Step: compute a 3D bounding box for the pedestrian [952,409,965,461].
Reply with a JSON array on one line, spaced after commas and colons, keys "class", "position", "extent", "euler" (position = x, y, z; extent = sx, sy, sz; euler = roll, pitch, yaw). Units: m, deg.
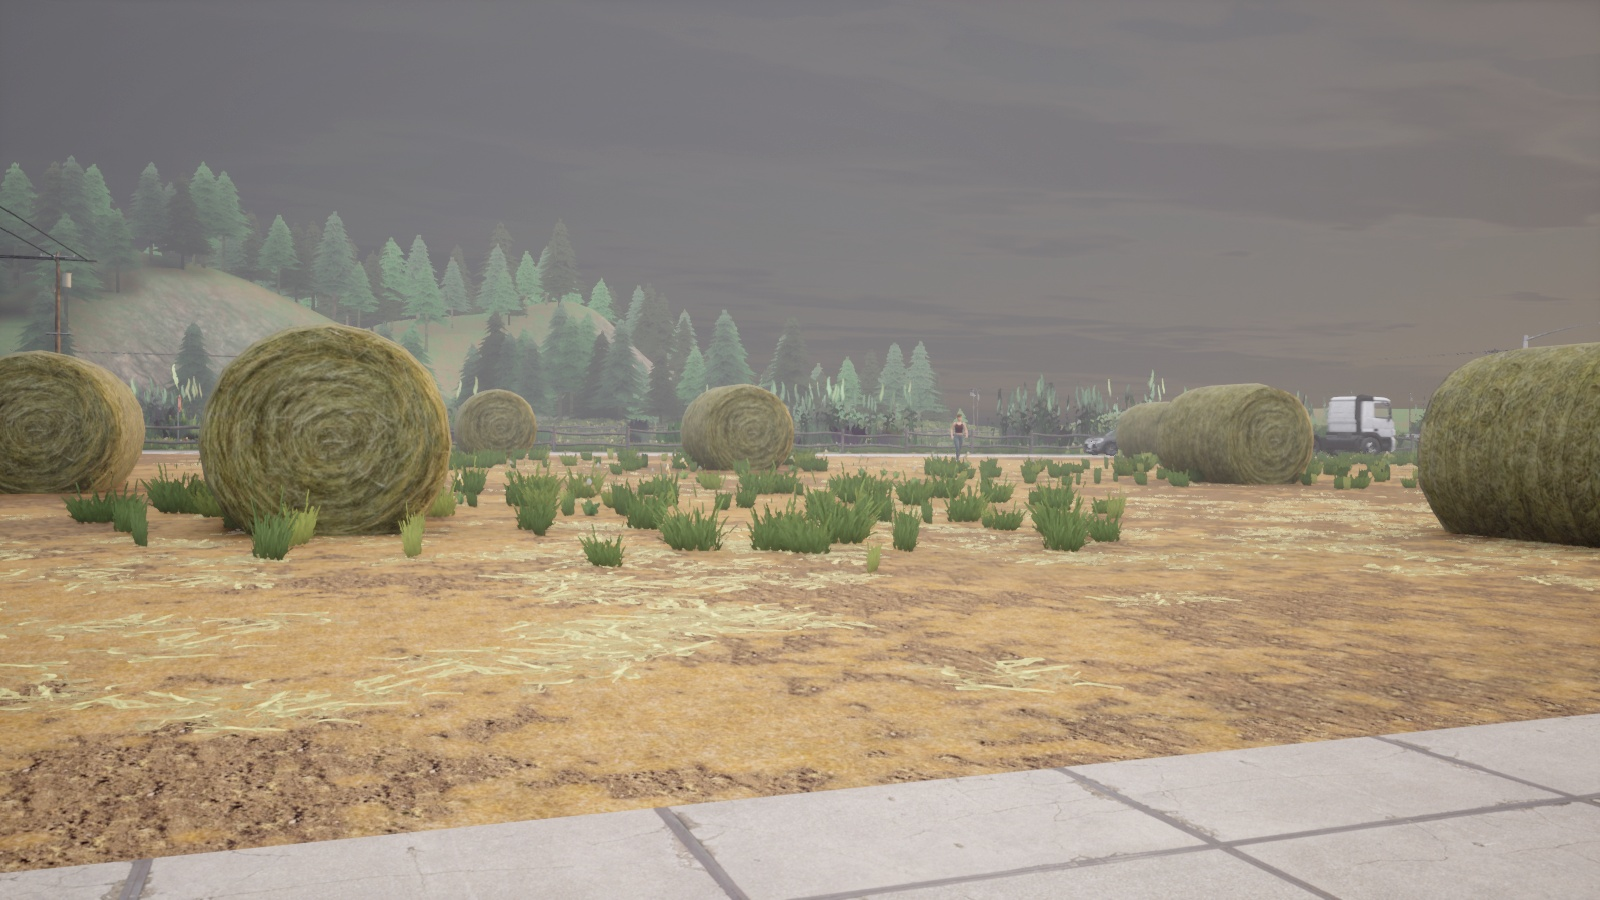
[{"class": "pedestrian", "position": [5.720, -0.544, 45.261], "extent": [0.345, 1.836, 0.594], "euler": [-1, 1, -3]}]

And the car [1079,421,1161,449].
[{"class": "car", "position": [17.316, -0.824, 68.016], "extent": [3.806, 1.475, 1.970], "euler": [-1, 1, -17]}]

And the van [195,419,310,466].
[{"class": "van", "position": [-24.081, -0.362, 55.379], "extent": [4.442, 1.987, 1.775], "euler": [-1, 1, -17]}]

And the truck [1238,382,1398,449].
[{"class": "truck", "position": [27.856, -1.867, 67.558], "extent": [7.936, 3.462, 2.891], "euler": [-1, 1, -17]}]
